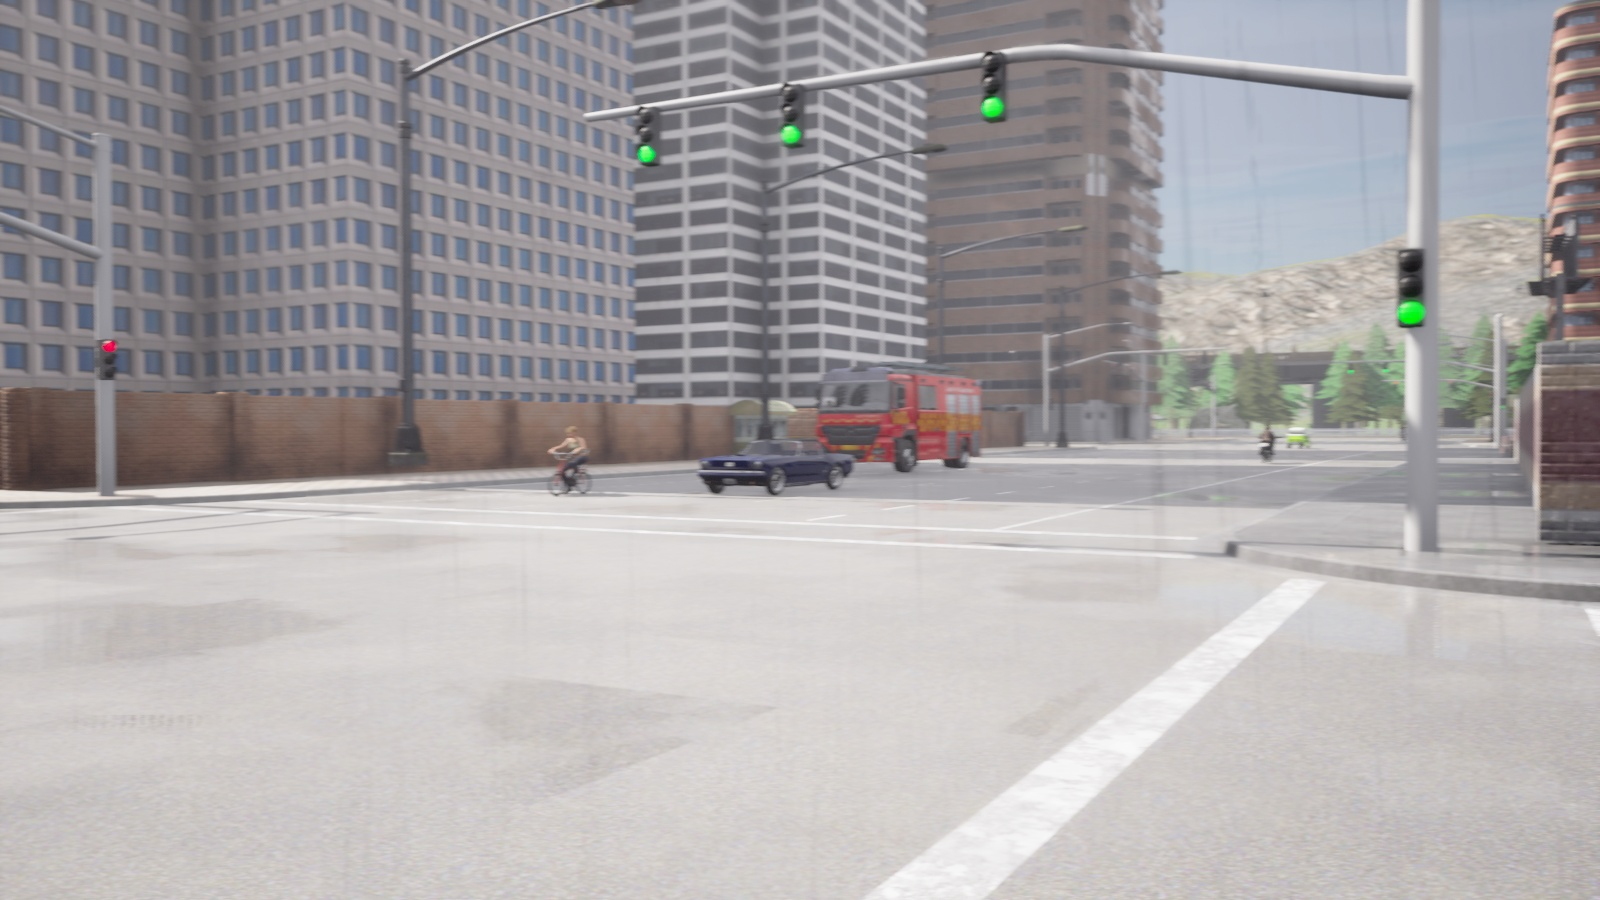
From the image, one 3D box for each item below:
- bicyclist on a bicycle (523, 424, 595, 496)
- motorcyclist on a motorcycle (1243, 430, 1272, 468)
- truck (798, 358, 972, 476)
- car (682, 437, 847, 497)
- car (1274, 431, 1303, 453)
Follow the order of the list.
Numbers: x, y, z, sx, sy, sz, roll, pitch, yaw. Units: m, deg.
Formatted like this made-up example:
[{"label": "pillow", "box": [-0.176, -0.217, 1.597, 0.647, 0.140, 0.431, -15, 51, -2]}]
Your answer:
[{"label": "bicyclist on a bicycle", "box": [-5.600, 0.213, 29.257, 0.866, 1.612, 1.509, 1, 1, 29]}, {"label": "motorcyclist on a motorcycle", "box": [18.680, -0.071, 51.241, 0.797, 1.523, 2.044, 1, 1, 29]}, {"label": "truck", "box": [3.257, -1.151, 45.134, 2.891, 3.827, 8.468, 1, 1, 29]}, {"label": "car", "box": [-0.766, 0.364, 30.768, 1.895, 1.301, 4.718, 1, 1, 29]}, {"label": "car", "box": [32.017, -0.525, 82.336, 1.481, 1.376, 2.207, 1, 2, 29]}]
